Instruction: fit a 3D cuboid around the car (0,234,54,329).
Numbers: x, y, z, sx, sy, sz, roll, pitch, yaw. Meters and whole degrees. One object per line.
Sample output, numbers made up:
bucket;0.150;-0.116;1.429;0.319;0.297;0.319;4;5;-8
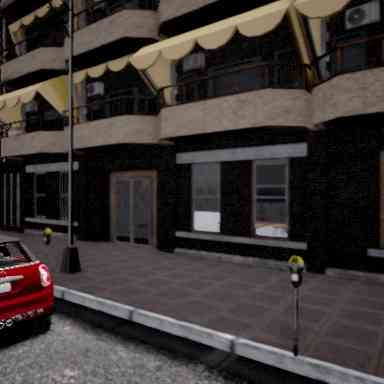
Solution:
car;-4.353;1.431;5.973;4.097;1.590;1.967;0;0;35
